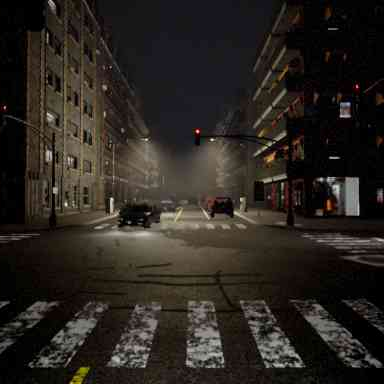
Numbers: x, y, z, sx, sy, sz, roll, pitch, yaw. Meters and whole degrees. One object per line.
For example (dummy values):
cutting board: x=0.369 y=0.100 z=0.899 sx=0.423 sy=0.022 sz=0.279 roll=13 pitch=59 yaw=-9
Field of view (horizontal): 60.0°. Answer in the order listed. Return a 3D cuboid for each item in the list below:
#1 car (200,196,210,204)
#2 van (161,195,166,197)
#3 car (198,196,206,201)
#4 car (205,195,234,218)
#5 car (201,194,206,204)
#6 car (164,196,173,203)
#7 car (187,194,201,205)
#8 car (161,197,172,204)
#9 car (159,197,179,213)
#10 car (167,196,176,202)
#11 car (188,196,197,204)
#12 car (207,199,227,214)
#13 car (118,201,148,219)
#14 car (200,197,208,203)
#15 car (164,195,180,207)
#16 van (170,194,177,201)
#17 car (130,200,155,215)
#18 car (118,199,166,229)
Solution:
car: x=2.679 y=1.557 z=69.067 sx=1.967 sy=1.590 sz=4.097 roll=1 pitch=0 yaw=0
van: x=-5.206 y=1.428 z=63.478 sx=1.690 sy=1.788 sz=3.998 roll=1 pitch=0 yaw=0
car: x=2.709 y=1.814 z=91.318 sx=1.947 sy=1.339 sz=4.313 roll=1 pitch=0 yaw=0
car: x=2.629 y=1.326 z=30.144 sx=2.192 sy=1.841 sz=5.009 roll=1 pitch=0 yaw=0
car: x=2.644 y=1.336 z=41.269 sx=2.192 sy=1.841 sz=5.009 roll=1 pitch=0 yaw=0
car: x=-5.195 y=1.671 z=74.434 sx=1.752 sy=1.417 sz=4.829 roll=1 pitch=0 yaw=0
car: x=0.192 y=1.550 z=59.889 sx=1.882 sy=1.535 sz=5.008 roll=0 pitch=0 yaw=0
car: x=-5.203 y=1.667 z=69.042 sx=2.008 sy=1.369 sz=4.403 roll=1 pitch=0 yaw=0
car: x=-2.786 y=1.580 z=36.836 sx=1.994 sy=1.385 sz=4.181 roll=0 pitch=0 yaw=0
car: x=-5.179 y=1.764 z=85.733 sx=2.008 sy=1.369 sz=4.403 roll=1 pitch=0 yaw=0
car: x=0.173 y=1.601 z=70.329 sx=1.882 sy=1.535 sz=5.008 roll=0 pitch=0 yaw=0
car: x=2.633 y=1.540 z=35.873 sx=1.752 sy=1.417 sz=4.829 roll=1 pitch=0 yaw=0
car: x=-5.255 y=1.577 z=30.109 sx=1.947 sy=1.339 sz=4.313 roll=1 pitch=0 yaw=0
car: x=2.685 y=1.729 z=74.626 sx=1.802 sy=1.307 sz=4.206 roll=1 pitch=0 yaw=0
car: x=-2.748 y=1.588 z=50.569 sx=2.033 sy=1.411 sz=5.357 roll=0 pitch=0 yaw=0
van: x=-5.168 y=1.589 z=91.298 sx=1.690 sy=1.788 sz=3.998 roll=1 pitch=0 yaw=0
car: x=-5.247 y=1.581 z=35.671 sx=1.947 sy=1.339 sz=4.313 roll=1 pitch=0 yaw=0
car: x=-3.388 y=1.550 z=22.373 sx=1.837 sy=1.490 sz=4.892 roll=1 pitch=1 yaw=9
